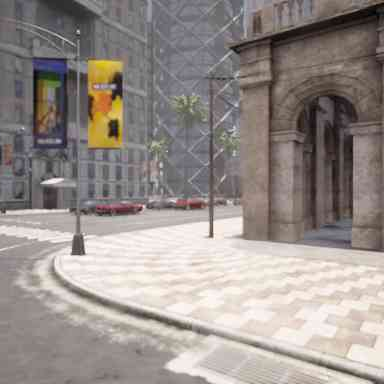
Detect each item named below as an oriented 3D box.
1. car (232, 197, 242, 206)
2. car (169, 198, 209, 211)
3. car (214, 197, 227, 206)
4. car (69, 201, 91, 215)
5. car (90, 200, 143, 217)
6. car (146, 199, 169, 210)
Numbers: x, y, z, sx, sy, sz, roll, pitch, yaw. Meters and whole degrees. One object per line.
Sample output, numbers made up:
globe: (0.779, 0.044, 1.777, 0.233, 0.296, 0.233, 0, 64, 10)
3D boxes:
car: (8.200, 1.495, 52.941, 1.837, 1.490, 4.892, 0, 0, 36)
car: (-0.241, 1.466, 41.267, 1.882, 1.535, 5.008, 0, 0, 36)
car: (3.891, 1.513, 52.969, 1.812, 1.442, 4.674, 0, 0, 36)
car: (-9.783, 1.534, 33.890, 2.033, 1.411, 5.357, 0, 0, 35)
car: (-6.959, 1.589, 31.819, 1.895, 1.301, 4.718, 0, 0, 35)
car: (-3.918, 1.551, 42.146, 1.994, 1.385, 4.181, 0, 0, 36)
